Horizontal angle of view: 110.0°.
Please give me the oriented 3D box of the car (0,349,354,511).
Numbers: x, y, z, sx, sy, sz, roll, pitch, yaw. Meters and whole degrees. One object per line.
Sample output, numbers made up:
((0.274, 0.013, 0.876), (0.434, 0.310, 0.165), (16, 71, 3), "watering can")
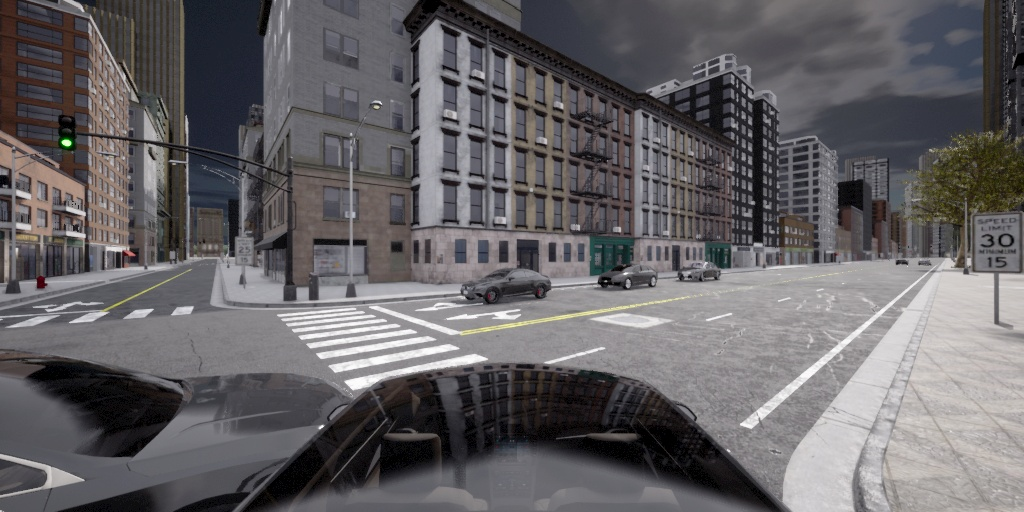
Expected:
((-3.235, 1.257, 1.671), (4.892, 1.490, 1.837), (0, 0, -35), "car")

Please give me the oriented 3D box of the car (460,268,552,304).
((-0.166, 1.285, 16.667), (4.674, 1.442, 1.812), (0, 0, -39), "car")

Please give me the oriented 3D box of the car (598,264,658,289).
((7.478, 1.256, 22.950), (4.892, 1.490, 1.837), (0, 0, -39), "car")

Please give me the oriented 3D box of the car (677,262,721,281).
((15.438, 1.233, 29.481), (4.902, 1.511, 2.128), (0, 0, -39), "car")
